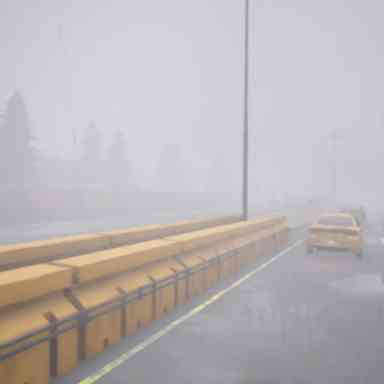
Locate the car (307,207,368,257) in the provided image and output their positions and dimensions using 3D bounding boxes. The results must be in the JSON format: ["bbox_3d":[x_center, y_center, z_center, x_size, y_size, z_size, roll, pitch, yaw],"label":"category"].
[{"bbox_3d":[6.062,1.618,13.806,1.882,1.535,5.008,0,0,29],"label":"car"}]

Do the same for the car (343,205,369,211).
[{"bbox_3d":[12.793,1.776,26.366,2.128,1.511,4.902,0,0,29],"label":"car"}]
